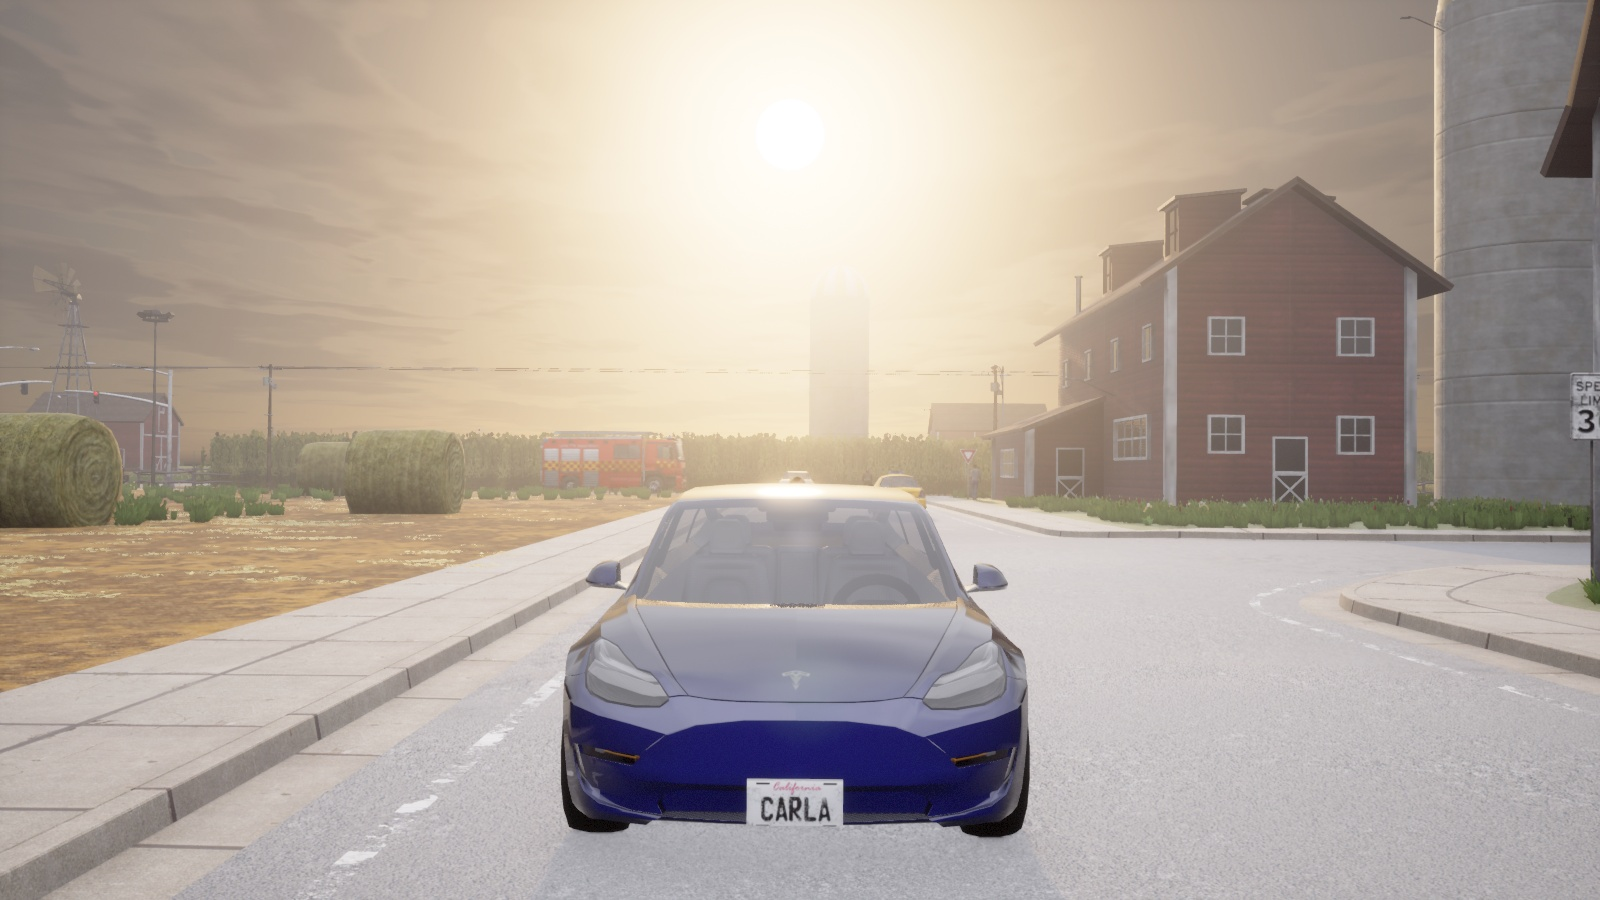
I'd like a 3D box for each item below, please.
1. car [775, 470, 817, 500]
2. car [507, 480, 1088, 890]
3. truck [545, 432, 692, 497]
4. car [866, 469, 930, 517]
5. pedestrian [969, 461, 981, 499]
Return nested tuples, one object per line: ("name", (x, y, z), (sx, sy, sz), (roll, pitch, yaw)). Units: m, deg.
("car", (-0.182, 1.833, 66.308), (2.128, 1.511, 4.902), (0, -1, 1))
("car", (-0.012, 0.931, 7.078), (2.163, 1.488, 4.792), (0, -1, 0))
("truck", (-10.894, 0.891, 76.033), (8.468, 3.827, 2.891), (0, -1, 1))
("car", (3.396, 1.467, 44.372), (1.801, 1.575, 5.366), (0, -1, 0))
("pedestrian", (8.498, 1.460, 61.122), (0.354, 1.836, 0.706), (0, -1, -11))
